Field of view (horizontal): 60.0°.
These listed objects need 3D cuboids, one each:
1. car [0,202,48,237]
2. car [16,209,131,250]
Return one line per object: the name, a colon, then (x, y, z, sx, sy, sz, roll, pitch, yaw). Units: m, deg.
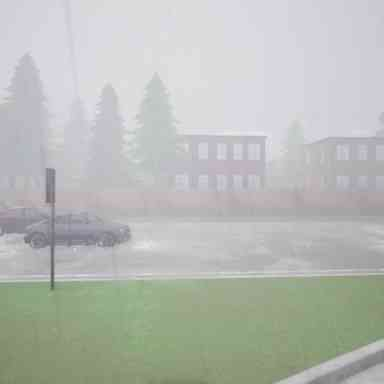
car: (-8.153, 1.477, 17.248, 5.008, 1.535, 1.882, 0, 0, -4)
car: (-4.684, 1.564, 13.989, 4.181, 1.385, 1.994, 0, 0, -4)
